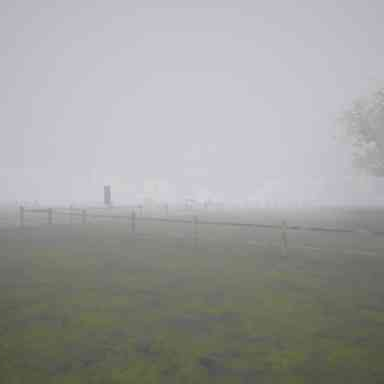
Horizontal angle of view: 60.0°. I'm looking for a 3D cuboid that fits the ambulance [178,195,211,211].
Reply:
[{"bbox_3d":[0.401,1.738,51.414,2.351,2.431,6.366,-1,-2,36],"label":"ambulance"}]
